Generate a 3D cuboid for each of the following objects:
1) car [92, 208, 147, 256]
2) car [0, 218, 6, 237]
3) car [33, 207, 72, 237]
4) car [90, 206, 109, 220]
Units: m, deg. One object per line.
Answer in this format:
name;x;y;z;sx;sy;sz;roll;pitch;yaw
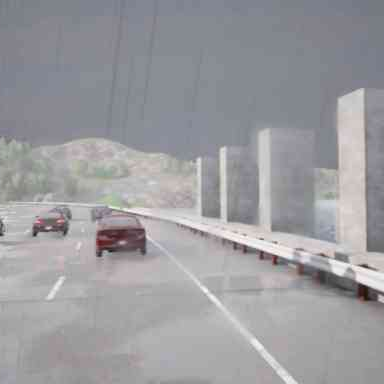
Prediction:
car;-3.096;1.675;14.190;1.882;1.535;5.008;0;0;-15
car;-11.350;1.822;17.612;1.837;1.490;4.892;0;-1;-17
car;-8.593;1.851;20.503;1.812;1.442;4.674;0;-1;-18
car;-8.415;1.992;30.888;2.033;1.411;5.357;0;-1;-20
